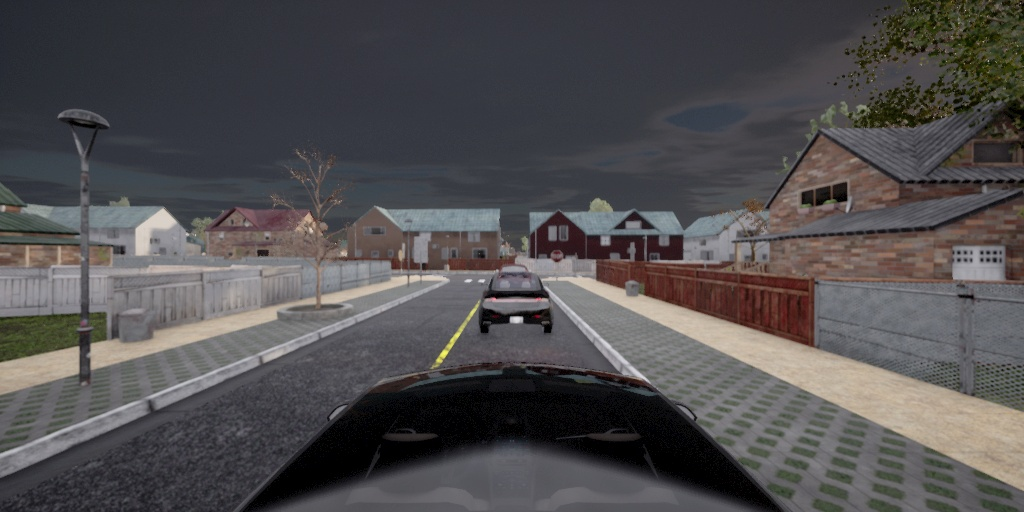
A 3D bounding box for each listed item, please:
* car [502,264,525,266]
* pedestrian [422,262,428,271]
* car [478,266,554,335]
[{"bbox_3d":[0.095,1.180,20.009,1.882,1.535,5.008,0,0,0],"label":"car"},{"bbox_3d":[-9.362,0.708,38.242,0.375,1.860,0.375,0,0,1],"label":"pedestrian"},{"bbox_3d":[0.099,1.219,10.479,2.128,1.511,4.902,0,0,0],"label":"car"}]
